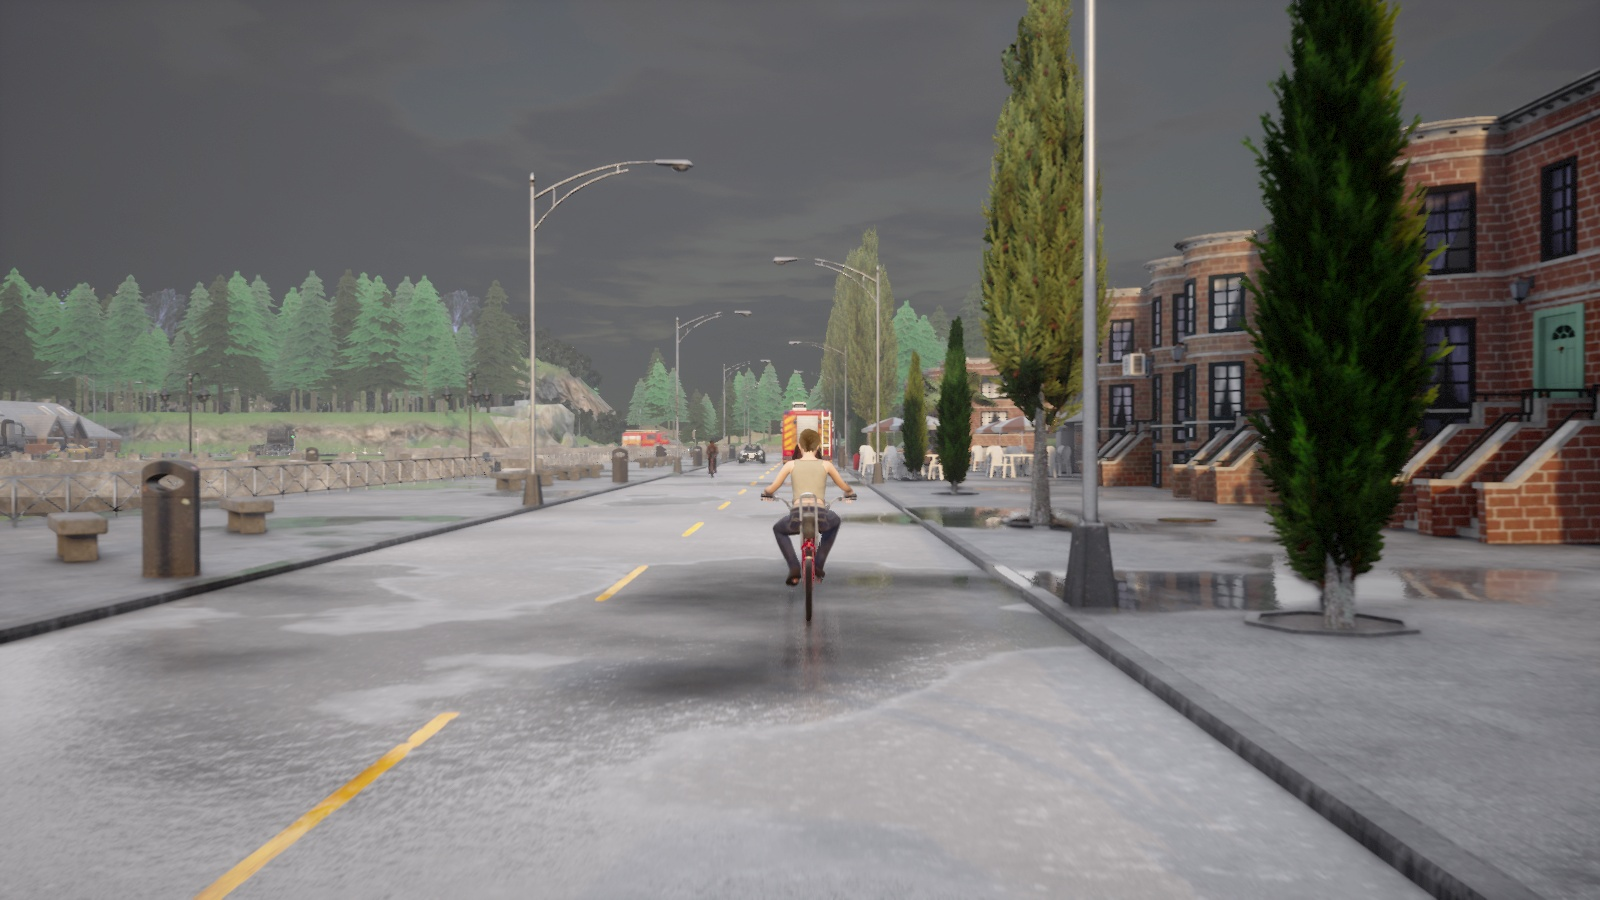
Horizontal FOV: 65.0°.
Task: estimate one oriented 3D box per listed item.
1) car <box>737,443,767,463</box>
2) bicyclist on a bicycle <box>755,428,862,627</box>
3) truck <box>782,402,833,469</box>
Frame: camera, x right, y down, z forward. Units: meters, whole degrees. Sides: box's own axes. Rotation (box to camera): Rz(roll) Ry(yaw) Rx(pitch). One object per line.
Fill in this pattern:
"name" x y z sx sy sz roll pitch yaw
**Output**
"car" -3.478 0.194 91.456 1.970 1.475 3.806 0 0 0
"bicyclist on a bicycle" 0.076 0.621 10.936 0.866 1.612 1.509 0 0 0
"truck" 0.432 -0.841 75.119 2.891 3.827 8.468 0 0 0
